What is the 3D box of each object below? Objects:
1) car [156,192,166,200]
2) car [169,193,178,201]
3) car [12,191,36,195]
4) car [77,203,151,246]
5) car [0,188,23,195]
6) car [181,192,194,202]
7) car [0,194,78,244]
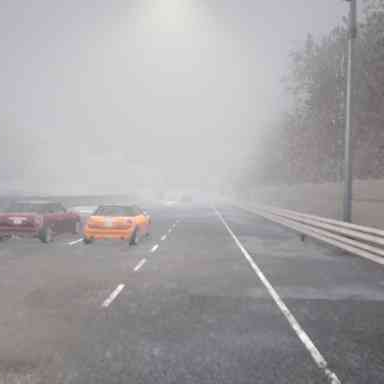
[{"bbox_3d":[-7.859,1.004,84.550,2.150,2.045,5.566,2,0,2],"label":"car"},{"bbox_3d":[-4.500,1.350,80.469,1.882,1.535,5.008,2,0,2],"label":"car"},{"bbox_3d":[-23.071,0.906,48.044,2.033,1.411,5.357,2,0,2],"label":"car"},{"bbox_3d":[-3.145,1.265,14.967,2.097,1.767,4.553,2,0,2],"label":"car"},{"bbox_3d":[-26.556,0.474,48.286,2.150,2.045,5.566,2,0,2],"label":"car"},{"bbox_3d":[-1.194,1.319,74.433,2.097,1.767,4.553,2,0,2],"label":"car"},{"bbox_3d":[-6.647,1.168,14.922,2.097,1.767,4.553,2,0,2],"label":"car"}]
